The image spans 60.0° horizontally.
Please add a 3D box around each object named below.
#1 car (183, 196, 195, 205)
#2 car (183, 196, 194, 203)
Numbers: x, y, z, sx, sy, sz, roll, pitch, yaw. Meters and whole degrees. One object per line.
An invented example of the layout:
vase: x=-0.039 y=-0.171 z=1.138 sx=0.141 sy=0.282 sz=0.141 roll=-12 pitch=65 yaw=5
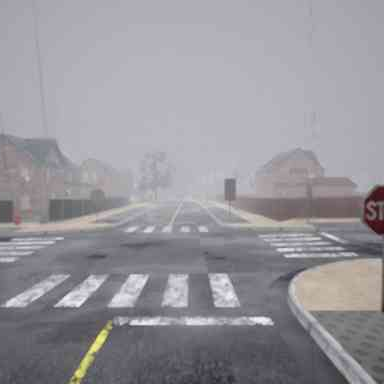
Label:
car: x=-0.568 y=1.435 z=57.401 sx=1.812 sy=1.442 sz=4.674 roll=0 pitch=0 yaw=-1
car: x=-0.731 y=1.513 z=67.429 sx=1.994 sy=1.385 sz=4.181 roll=0 pitch=0 yaw=-2
